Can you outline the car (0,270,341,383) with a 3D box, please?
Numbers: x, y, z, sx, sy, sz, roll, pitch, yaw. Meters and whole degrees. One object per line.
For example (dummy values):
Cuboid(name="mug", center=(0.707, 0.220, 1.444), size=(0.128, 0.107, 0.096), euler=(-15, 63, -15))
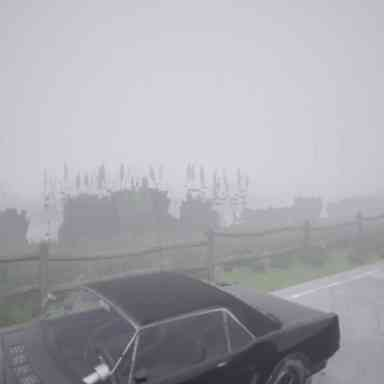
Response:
Cuboid(name="car", center=(-0.697, 1.602, 3.172), size=(4.718, 1.301, 1.895), euler=(0, 0, -36))
